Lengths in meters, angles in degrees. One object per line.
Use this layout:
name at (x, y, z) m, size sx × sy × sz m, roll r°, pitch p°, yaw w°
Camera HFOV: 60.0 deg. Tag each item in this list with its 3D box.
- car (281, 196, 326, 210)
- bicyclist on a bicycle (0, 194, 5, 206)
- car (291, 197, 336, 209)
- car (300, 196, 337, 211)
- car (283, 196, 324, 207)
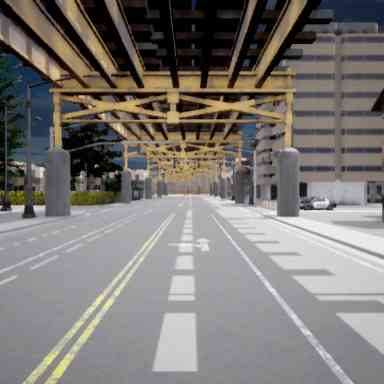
car at (13.589, 1.278, 40.614) m, size 4.974 × 1.542 × 2.038 m, roll 0°, pitch 0°, yaw 25°
bicyclist on a bicycle at (-25.262, 1.114, 44.530) m, size 0.582 × 1.620 × 1.656 m, roll 0°, pitch 0°, yaw 0°
car at (13.311, 1.138, 36.473) m, size 4.536 × 1.218 × 1.853 m, roll 0°, pitch 0°, yaw -20°
car at (13.262, 1.296, 36.455) m, size 4.974 × 1.542 × 2.038 m, roll 0°, pitch 0°, yaw -20°
car at (13.636, 1.121, 40.592) m, size 4.536 × 1.218 × 1.853 m, roll 0°, pitch 0°, yaw 25°
